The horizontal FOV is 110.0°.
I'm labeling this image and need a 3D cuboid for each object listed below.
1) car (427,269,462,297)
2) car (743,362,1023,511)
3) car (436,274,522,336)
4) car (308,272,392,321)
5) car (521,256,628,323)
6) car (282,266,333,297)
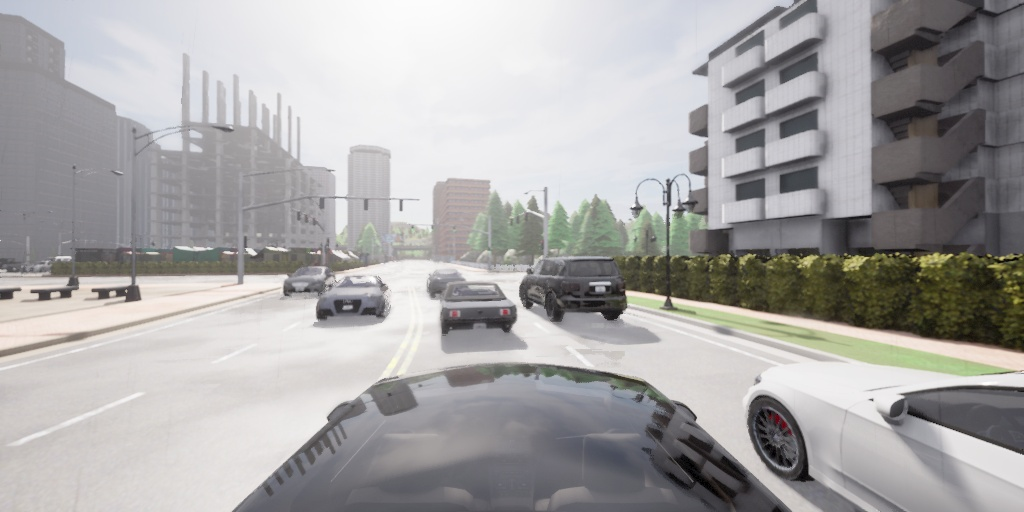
[{"bbox_3d":[-3.661,1.407,19.913,1.994,1.385,4.181,0,0,-16],"label":"car"},{"bbox_3d":[3.291,1.274,1.726,1.812,1.442,4.674,0,0,0],"label":"car"},{"bbox_3d":[-1.222,1.397,10.725,1.895,1.301,4.718,0,0,-12],"label":"car"},{"bbox_3d":[-5.422,1.372,12.763,1.994,1.385,4.181,0,0,-14],"label":"car"},{"bbox_3d":[1.880,1.026,12.631,2.150,2.045,5.566,0,0,-13],"label":"car"},{"bbox_3d":[-10.966,1.339,19.735,2.128,1.511,4.902,0,0,-16],"label":"car"}]
